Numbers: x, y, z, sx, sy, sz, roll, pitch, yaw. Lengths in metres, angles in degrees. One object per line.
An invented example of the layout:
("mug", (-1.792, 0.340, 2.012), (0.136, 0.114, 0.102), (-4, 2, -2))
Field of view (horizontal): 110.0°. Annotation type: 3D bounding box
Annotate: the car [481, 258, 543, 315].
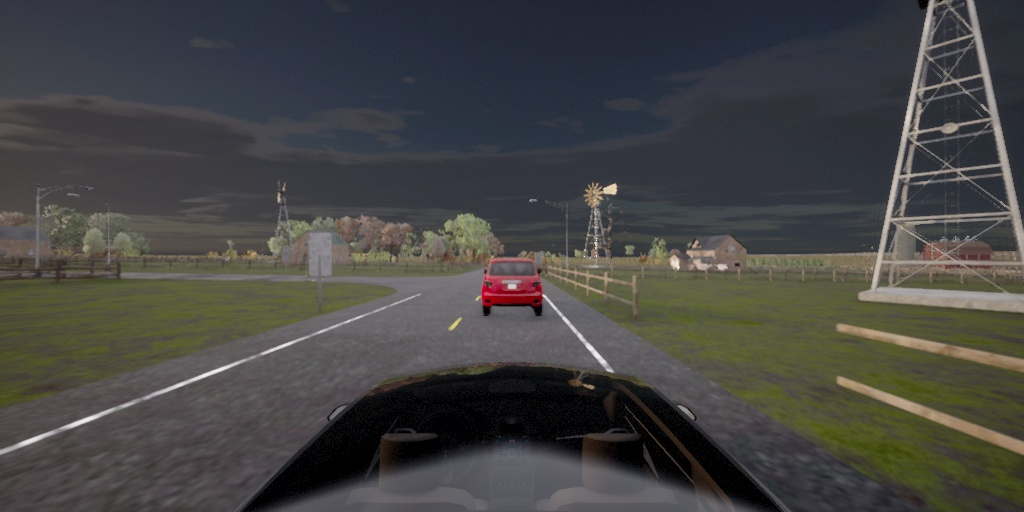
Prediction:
("car", (0.021, 1.103, 14.406), (2.150, 2.045, 5.566), (0, 0, 0))
